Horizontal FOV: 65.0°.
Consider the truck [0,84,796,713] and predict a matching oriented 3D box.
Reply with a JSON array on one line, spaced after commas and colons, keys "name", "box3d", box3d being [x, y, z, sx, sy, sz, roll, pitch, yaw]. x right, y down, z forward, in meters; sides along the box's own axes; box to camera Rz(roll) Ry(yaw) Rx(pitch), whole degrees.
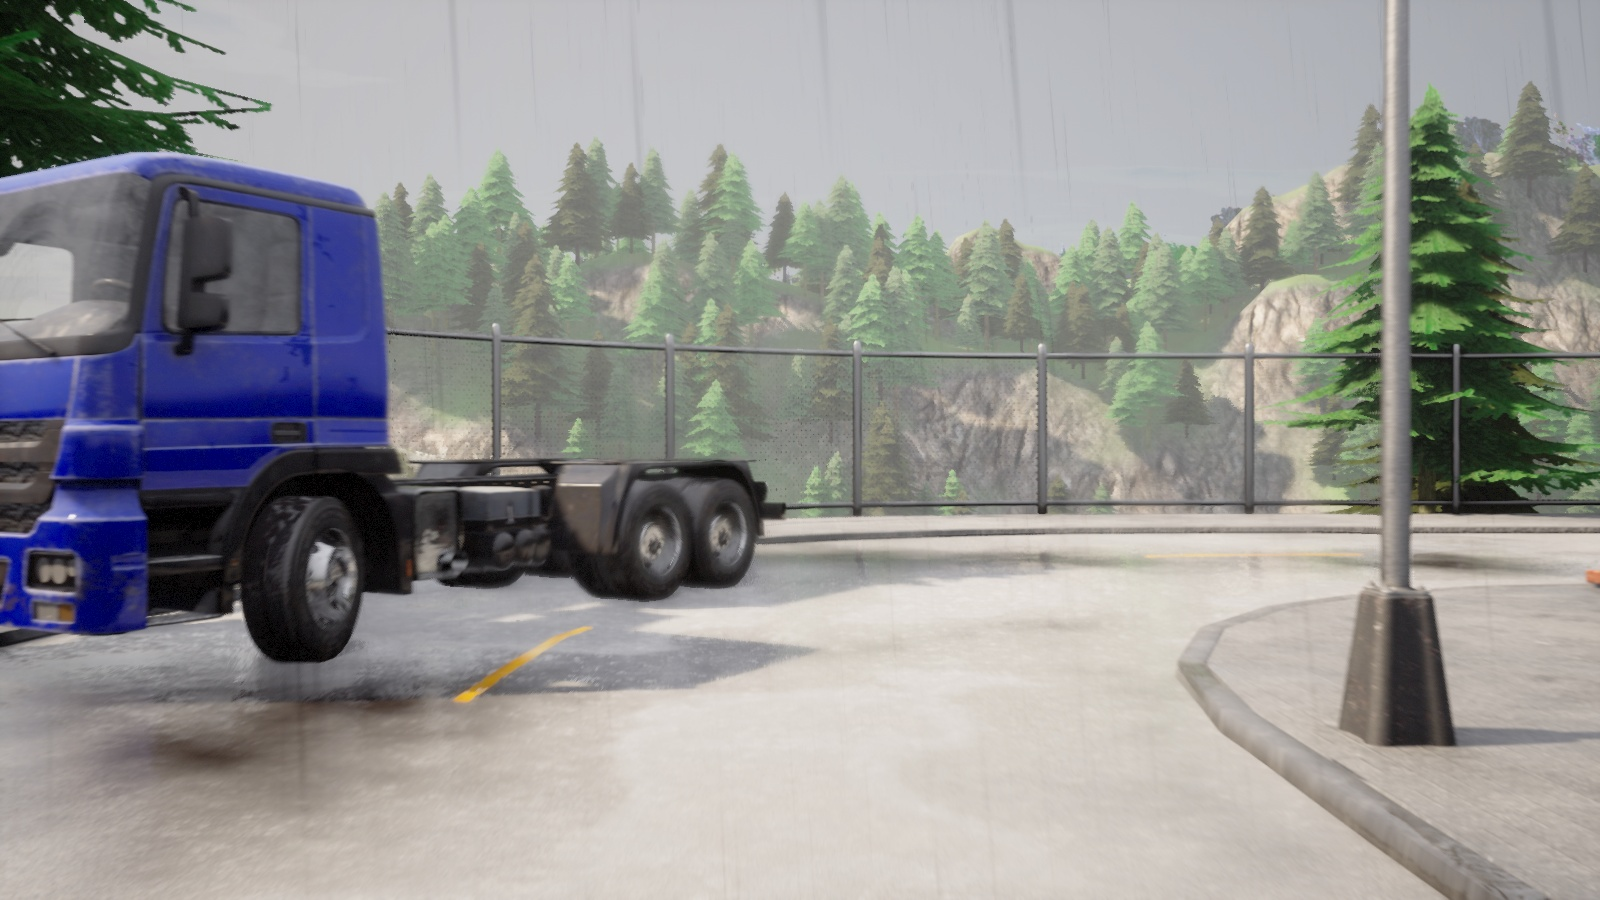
[{"name": "truck", "box3d": [-3.277, -0.299, 11.073, 2.891, 3.462, 7.936, 0, 0, 30]}]
